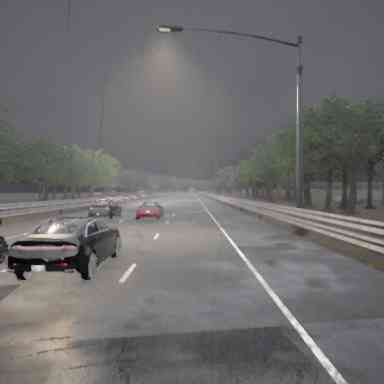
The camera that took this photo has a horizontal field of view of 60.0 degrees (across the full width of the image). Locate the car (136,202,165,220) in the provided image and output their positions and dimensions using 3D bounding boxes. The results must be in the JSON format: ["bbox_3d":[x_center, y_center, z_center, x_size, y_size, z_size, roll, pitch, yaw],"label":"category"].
[{"bbox_3d":[-3.396,1.479,27.554,1.994,1.385,4.181,0,0,0],"label":"car"}]

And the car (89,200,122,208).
[{"bbox_3d":[-6.900,1.409,26.873,2.128,1.511,4.902,0,0,0],"label":"car"}]

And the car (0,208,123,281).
[{"bbox_3d":[-3.399,1.461,9.775,2.128,1.511,4.902,0,0,0],"label":"car"}]
